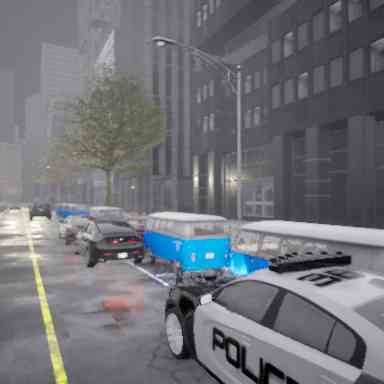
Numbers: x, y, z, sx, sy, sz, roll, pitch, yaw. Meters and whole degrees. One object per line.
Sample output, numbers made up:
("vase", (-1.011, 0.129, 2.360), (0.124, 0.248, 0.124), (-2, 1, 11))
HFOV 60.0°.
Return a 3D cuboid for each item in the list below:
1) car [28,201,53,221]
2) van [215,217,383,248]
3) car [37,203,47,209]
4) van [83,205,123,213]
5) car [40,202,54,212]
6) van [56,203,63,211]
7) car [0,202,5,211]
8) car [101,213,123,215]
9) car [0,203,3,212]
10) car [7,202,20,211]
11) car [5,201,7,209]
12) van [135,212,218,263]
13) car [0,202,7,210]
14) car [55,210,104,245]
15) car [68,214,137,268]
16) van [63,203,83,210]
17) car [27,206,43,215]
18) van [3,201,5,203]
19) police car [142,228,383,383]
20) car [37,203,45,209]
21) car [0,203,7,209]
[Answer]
("car", (-17.151, 2.090, 37.523), (2.150, 2.045, 5.566), (1, -1, -27))
("van", (2.233, 1.479, 5.968), (1.690, 1.788, 3.998), (1, -1, -27))
("car", (-36.453, 3.436, 80.815), (2.008, 1.369, 4.403), (1, -1, -27))
("van", (-5.505, 1.822, 20.939), (1.690, 1.788, 3.998), (1, -1, -27))
("car", (-28.717, 2.844, 65.850), (2.192, 1.841, 5.009), (1, -1, -27))
("van", (-13.242, 2.168, 35.909), (1.690, 1.788, 3.998), (1, -1, -27))
("car", (-33.708, 2.878, 56.938), (2.008, 1.369, 4.403), (1, -1, -27))
("car", (-2.925, 1.911, 15.944), (1.887, 1.381, 4.507), (1, -1, -27))
("car", (-31.129, 2.760, 51.948), (2.008, 1.369, 4.403), (1, -1, -27))
("car", (-37.748, 3.216, 70.773), (1.994, 1.385, 4.181), (1, -2, -27))
("car", (-38.867, 3.108, 66.919), (1.887, 1.381, 4.507), (1, -1, -27))
("van", (-0.347, 1.593, 10.959), (1.690, 1.788, 3.998), (1, -1, -27))
("car", (-44.026, 3.240, 76.902), (1.967, 1.590, 4.097), (1, -1, -27))
("car", (-6.048, 1.939, 17.932), (1.812, 1.442, 4.674), (1, -1, -27))
("car", (-3.294, 1.796, 12.603), (1.837, 1.490, 4.892), (1, -1, -27))
("van", (-10.663, 2.052, 30.919), (1.690, 1.788, 3.998), (1, -1, -27))
("car", (-23.658, 2.760, 50.043), (1.895, 1.301, 4.718), (1, -1, -27))
("van", (-36.288, 2.786, 61.934), (1.690, 1.788, 3.998), (1, -1, -27))
("police car", (1.246, 1.515, 3.821), (1.930, 1.638, 5.238), (1, -1, -27))
("car", (-39.110, 3.533, 85.957), (1.752, 1.417, 4.829), (1, -1, -27))
("car", (-46.605, 3.502, 81.890), (1.802, 1.307, 4.206), (1, -1, -27))
